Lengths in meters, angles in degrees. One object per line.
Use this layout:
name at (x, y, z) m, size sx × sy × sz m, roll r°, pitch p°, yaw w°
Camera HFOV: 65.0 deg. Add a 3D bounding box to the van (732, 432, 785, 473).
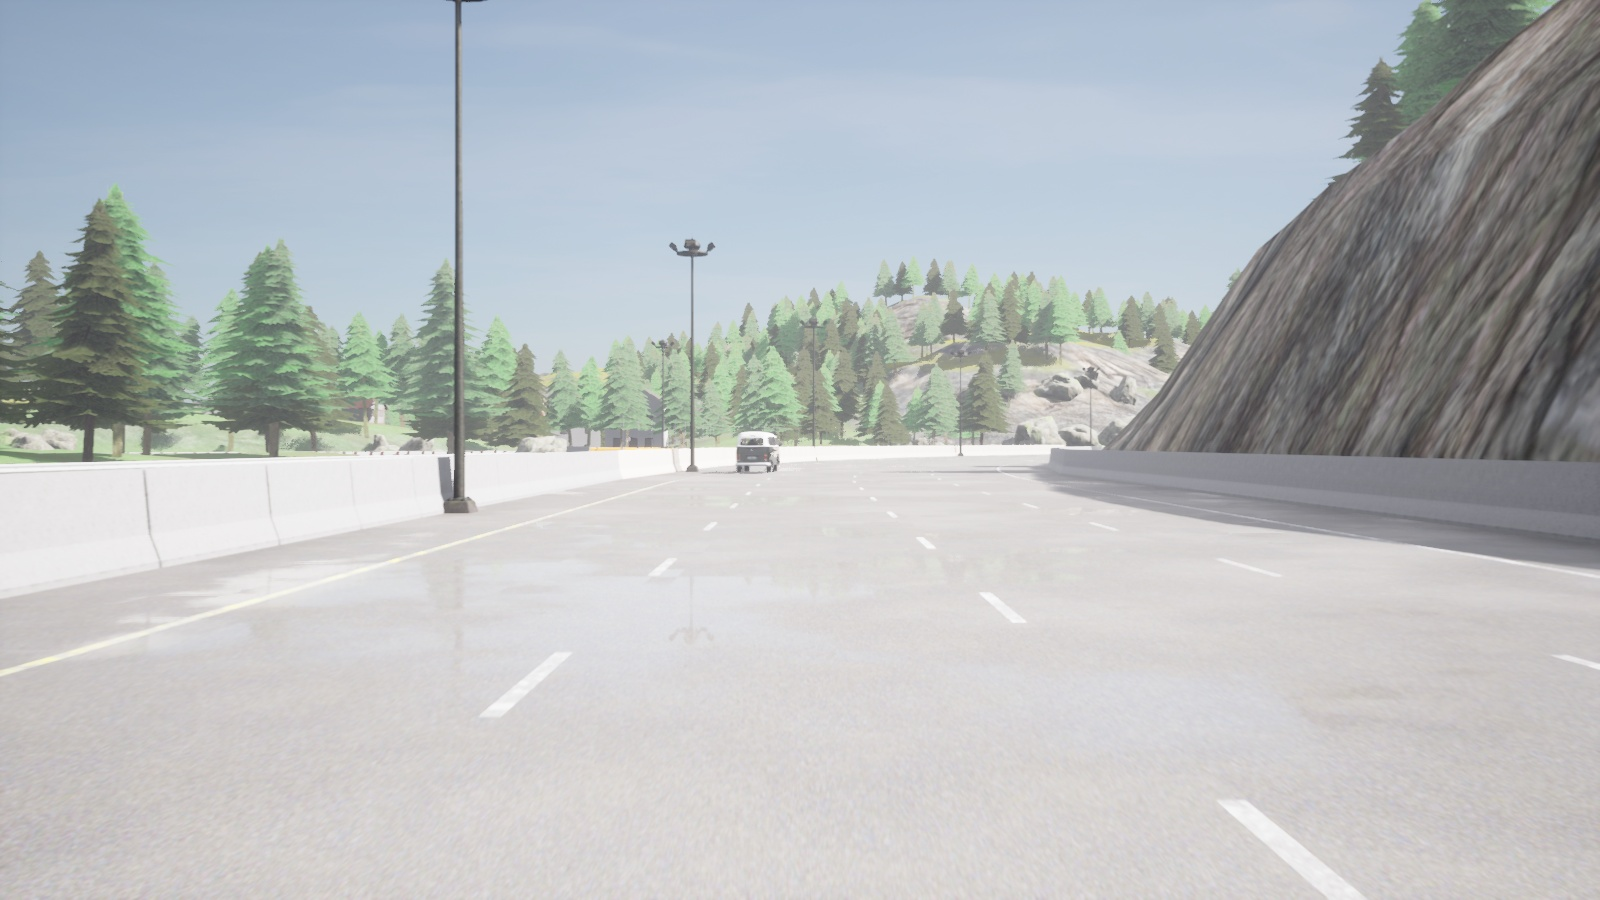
van at (-2.084, 0.108, 63.864) m, size 2.069 × 2.038 × 4.480 m, roll 0°, pitch 0°, yaw 6°
